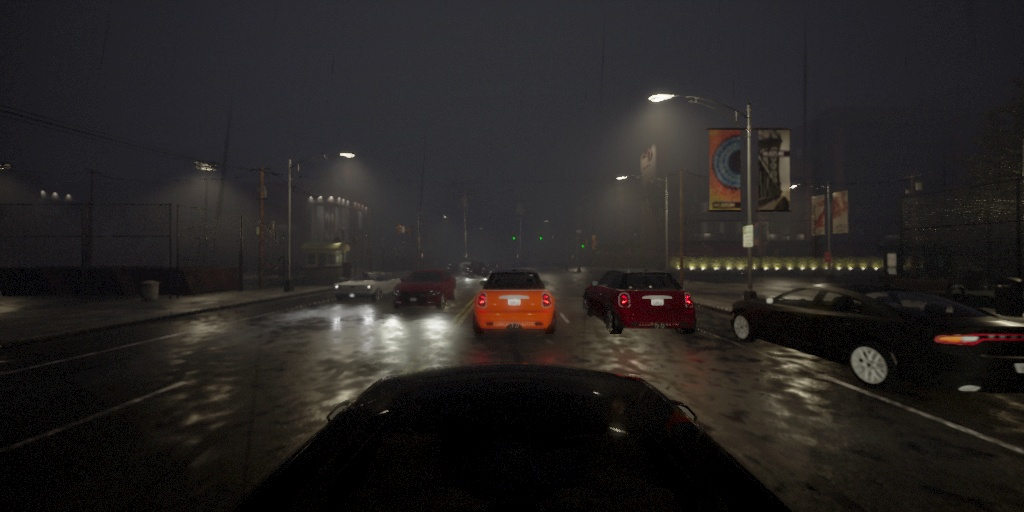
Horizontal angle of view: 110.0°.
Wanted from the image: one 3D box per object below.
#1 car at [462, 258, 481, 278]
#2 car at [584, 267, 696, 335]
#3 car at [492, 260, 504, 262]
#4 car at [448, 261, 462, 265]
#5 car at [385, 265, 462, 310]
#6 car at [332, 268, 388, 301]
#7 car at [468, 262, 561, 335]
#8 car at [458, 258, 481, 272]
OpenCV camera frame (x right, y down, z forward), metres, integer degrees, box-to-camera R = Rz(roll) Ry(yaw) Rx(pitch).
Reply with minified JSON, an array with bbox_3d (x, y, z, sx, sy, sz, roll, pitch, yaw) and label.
[{"bbox_3d":[-3.583,1.360,37.456,2.097,1.767,4.553,0,0,0],"label":"car"},{"bbox_3d":[3.568,1.167,10.889,2.097,1.767,4.553,0,-1,0],"label":"car"},{"bbox_3d":[-2.752,1.511,58.555,2.097,1.767,4.553,0,0,11],"label":"car"},{"bbox_3d":[-7.047,1.607,42.239,1.994,1.385,4.181,0,-1,1],"label":"car"},{"bbox_3d":[-3.603,1.327,15.582,1.882,1.535,5.008,0,0,0],"label":"car"},{"bbox_3d":[-7.104,1.469,18.154,1.895,1.301,4.718,0,0,0],"label":"car"},{"bbox_3d":[0.068,1.167,10.889,2.097,1.767,4.553,0,-1,0],"label":"car"},{"bbox_3d":[-6.575,1.363,56.178,2.150,2.045,5.566,0,0,7],"label":"car"}]
